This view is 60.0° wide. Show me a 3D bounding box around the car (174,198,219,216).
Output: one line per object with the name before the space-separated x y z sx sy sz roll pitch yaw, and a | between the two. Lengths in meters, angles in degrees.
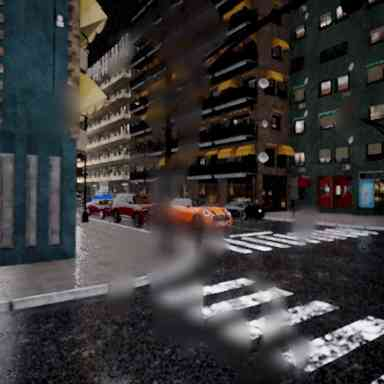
car | 0.323 1.279 29.705 1.802 1.307 4.206 2 0 -36

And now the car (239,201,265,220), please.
car | 3.588 1.343 25.192 1.947 1.339 4.313 2 0 -36

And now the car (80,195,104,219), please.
car | -6.489 1.178 24.825 1.887 1.381 4.507 2 0 -36

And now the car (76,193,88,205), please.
car | -13.947 0.943 39.562 1.812 1.442 4.674 1 0 -36

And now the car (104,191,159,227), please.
car | -3.217 1.029 20.312 2.192 1.841 5.009 2 0 -36

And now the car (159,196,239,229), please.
car | 0.294 1.120 19.894 2.097 1.767 4.553 1 1 -37

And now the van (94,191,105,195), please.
van | -12.733 0.716 47.759 1.690 1.788 3.998 2 0 -36

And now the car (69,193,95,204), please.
car | -15.764 0.881 47.427 2.033 1.411 5.357 1 1 -36

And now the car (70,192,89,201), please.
car | -19.267 0.759 56.784 1.887 1.381 4.507 2 0 -36
